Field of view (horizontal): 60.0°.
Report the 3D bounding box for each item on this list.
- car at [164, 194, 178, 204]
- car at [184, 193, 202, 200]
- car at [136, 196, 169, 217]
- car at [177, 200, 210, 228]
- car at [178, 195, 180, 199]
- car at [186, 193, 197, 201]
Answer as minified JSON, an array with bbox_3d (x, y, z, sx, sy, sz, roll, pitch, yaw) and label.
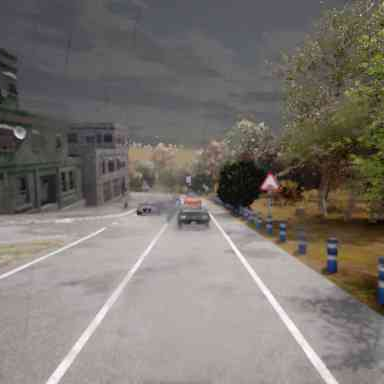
[{"bbox_3d":[-3.326,1.139,47.290,1.812,1.442,4.674,0,0,0],"label":"car"},{"bbox_3d":[0.100,1.036,38.680,2.097,1.767,4.553,0,0,0],"label":"car"},{"bbox_3d":[-3.490,1.327,28.765,1.994,1.385,4.181,0,0,3],"label":"car"},{"bbox_3d":[0.100,1.430,20.833,1.895,1.301,4.718,0,0,0],"label":"car"},{"bbox_3d":[-3.380,1.001,64.768,1.994,1.385,4.181,0,1,-1],"label":"car"},{"bbox_3d":[-0.111,0.930,64.987,1.837,1.490,4.892,0,1,-3],"label":"car"}]
